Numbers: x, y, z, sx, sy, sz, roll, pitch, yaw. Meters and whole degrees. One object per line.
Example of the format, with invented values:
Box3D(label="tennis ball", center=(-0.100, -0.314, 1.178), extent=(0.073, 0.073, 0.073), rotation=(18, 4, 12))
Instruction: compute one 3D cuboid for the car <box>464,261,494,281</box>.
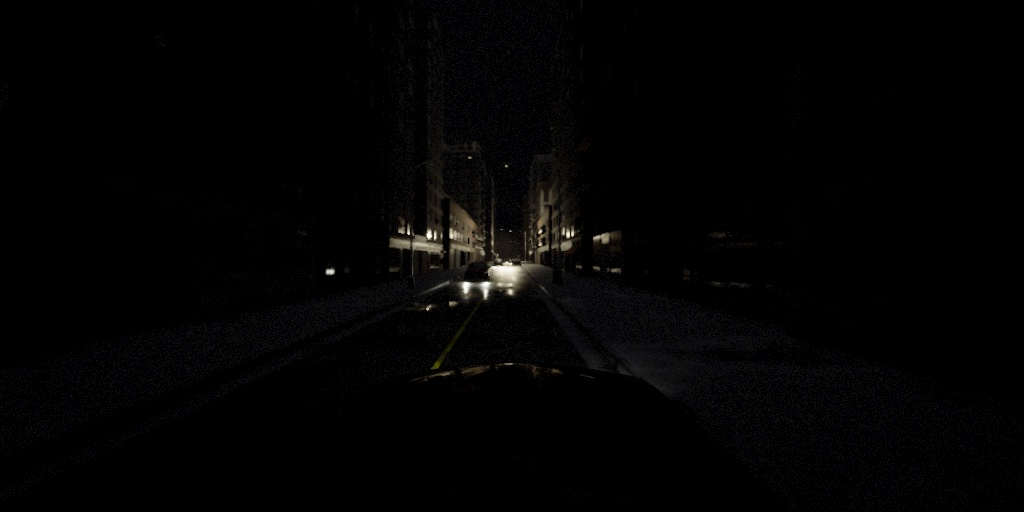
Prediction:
Box3D(label="car", center=(-2.844, 1.242, 30.299), extent=(1.882, 1.535, 5.008), rotation=(0, 0, 0))
